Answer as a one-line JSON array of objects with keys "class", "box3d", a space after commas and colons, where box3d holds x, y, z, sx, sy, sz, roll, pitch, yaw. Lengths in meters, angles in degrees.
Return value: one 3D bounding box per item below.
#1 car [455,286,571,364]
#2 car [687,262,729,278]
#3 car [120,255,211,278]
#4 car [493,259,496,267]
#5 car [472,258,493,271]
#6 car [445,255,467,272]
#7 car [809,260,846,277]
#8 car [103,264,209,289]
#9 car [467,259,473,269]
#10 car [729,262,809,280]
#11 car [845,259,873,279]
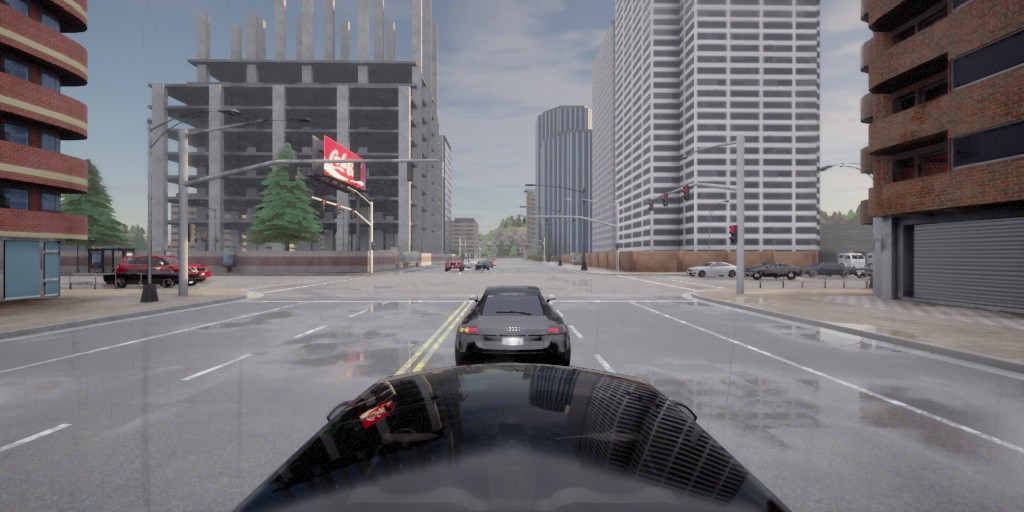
[{"class": "car", "box3d": [0.011, 1.314, 7.655, 1.994, 1.385, 4.181, 0, 0, 0]}, {"class": "car", "box3d": [19.089, 1.276, 34.042, 4.674, 1.442, 1.812, 0, 0, -1]}, {"class": "car", "box3d": [-25.382, 0.972, 26.202, 5.566, 2.045, 2.150, 0, 0, -1]}, {"class": "car", "box3d": [-4.122, 1.314, 59.963, 1.994, 1.385, 4.181, 0, 0, 0]}, {"class": "car", "box3d": [-4.048, 1.351, 50.038, 1.895, 1.301, 4.718, 0, 0, -1]}, {"class": "car", "box3d": [-7.558, 0.971, 47.587, 2.150, 2.045, 5.566, 0, 0, -4]}, {"class": "car", "box3d": [29.671, 1.297, 34.210, 5.357, 1.411, 2.033, 0, 0, -1]}, {"class": "car", "box3d": [-22.576, 1.351, 22.745, 4.718, 1.301, 1.895, 0, 0, -1]}, {"class": "car", "box3d": [-7.605, 1.275, 57.265, 1.812, 1.442, 4.674, 0, 0, 0]}, {"class": "car", "box3d": [21.854, 1.241, 30.601, 4.902, 1.511, 2.128, 0, 0, -1]}, {"class": "car", "box3d": [32.227, 1.241, 30.739, 4.902, 1.511, 2.128, 0, 0, -1]}]
